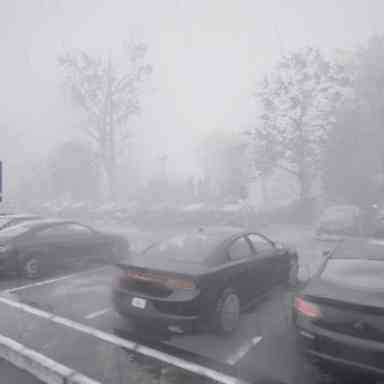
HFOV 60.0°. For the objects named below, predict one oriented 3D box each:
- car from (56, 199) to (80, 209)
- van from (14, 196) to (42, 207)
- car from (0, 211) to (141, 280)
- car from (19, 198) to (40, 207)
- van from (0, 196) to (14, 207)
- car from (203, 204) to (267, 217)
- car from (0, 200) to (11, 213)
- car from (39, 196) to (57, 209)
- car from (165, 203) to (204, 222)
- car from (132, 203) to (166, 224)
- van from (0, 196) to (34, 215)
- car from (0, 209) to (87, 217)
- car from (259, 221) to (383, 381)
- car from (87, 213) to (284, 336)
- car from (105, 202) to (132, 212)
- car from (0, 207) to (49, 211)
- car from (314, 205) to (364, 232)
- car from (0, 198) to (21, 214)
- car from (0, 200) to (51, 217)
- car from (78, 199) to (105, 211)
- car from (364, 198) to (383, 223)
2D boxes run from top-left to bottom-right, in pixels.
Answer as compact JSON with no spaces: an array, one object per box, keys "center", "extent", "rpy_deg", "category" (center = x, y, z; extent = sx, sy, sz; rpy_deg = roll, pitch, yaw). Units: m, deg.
[{"center":[-8.583,1.581,28.530],"extent":[2.097,1.535,5.008],"rpy_deg":[-1,0,35],"category":"car"},{"center":[-15.366,1.414,33.394],"extent":[1.878,1.987,4.442],"rpy_deg":[0,0,35],"category":"van"},{"center":[-3.998,1.522,10.036],"extent":[2.002,1.452,4.674],"rpy_deg":[-1,0,35],"category":"car"},{"center":[-13.213,1.621,31.763],"extent":[2.097,1.535,5.008],"rpy_deg":[0,0,35],"category":"car"},{"center":[-10.891,1.315,14.975],"extent":[1.878,1.987,4.442],"rpy_deg":[0,0,35],"category":"van"},{"center":[3.111,1.483,20.400],"extent":[2.231,1.521,4.892],"rpy_deg":[-1,0,35],"category":"car"},{"center":[-24.683,1.749,39.775],"extent":[2.163,1.488,4.792],"rpy_deg":[-1,0,35],"category":"car"},{"center":[-10.882,1.476,30.172],"extent":[2.185,1.767,4.553],"rpy_deg":[0,0,35],"category":"car"},{"center":[0.792,1.501,22.011],"extent":[2.097,1.535,5.008],"rpy_deg":[0,0,35],"category":"car"},{"center":[-1.526,1.521,23.624],"extent":[2.097,1.535,5.008],"rpy_deg":[-1,0,35],"category":"car"},{"center":[-20.003,1.454,36.623],"extent":[1.878,1.987,4.442],"rpy_deg":[-1,0,35],"category":"van"},{"center":[-6.315,1.542,11.654],"extent":[2.002,1.452,4.674],"rpy_deg":[0,0,35],"category":"car"},{"center":[2.963,1.456,5.196],"extent":[2.002,1.452,4.674],"rpy_deg":[-1,0,35],"category":"car"},{"center":[0.640,1.440,6.808],"extent":[2.097,1.535,5.008],"rpy_deg":[-1,0,35],"category":"car"},{"center":[-3.825,1.571,25.264],"extent":[2.163,1.488,4.792],"rpy_deg":[-1,0,35],"category":"car"},{"center":[-8.653,1.551,13.241],"extent":[2.163,1.488,4.792],"rpy_deg":[0,0,35],"category":"car"},{"center":[7.755,1.440,17.188],"extent":[2.231,1.521,4.892],"rpy_deg":[-1,0,35],"category":"car"},{"center":[-22.506,1.575,38.183],"extent":[2.185,1.767,4.553],"rpy_deg":[0,0,35],"category":"car"},{"center":[-17.746,1.661,34.917],"extent":[2.231,1.521,4.892],"rpy_deg":[0,0,35],"category":"car"},{"center":[-6.260,1.562,26.926],"extent":[2.097,1.535,5.008],"rpy_deg":[0,0,35],"category":"car"},{"center":[9.951,1.166,15.620],"extent":[2.435,2.045,5.566],"rpy_deg":[-1,0,35],"category":"car"}]
